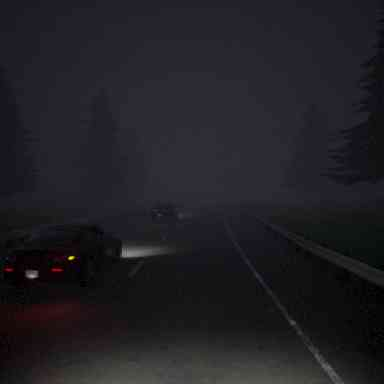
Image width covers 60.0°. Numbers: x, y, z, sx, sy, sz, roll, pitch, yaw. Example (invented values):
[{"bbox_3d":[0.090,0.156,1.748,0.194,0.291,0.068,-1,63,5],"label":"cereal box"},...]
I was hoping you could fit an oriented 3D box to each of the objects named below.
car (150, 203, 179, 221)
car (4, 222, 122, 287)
[{"bbox_3d":[-2.297,1.648,28.527,2.128,1.511,4.902,0,0,5],"label":"car"},{"bbox_3d":[-3.333,1.577,9.370,1.812,1.442,4.674,0,0,2],"label":"car"}]
